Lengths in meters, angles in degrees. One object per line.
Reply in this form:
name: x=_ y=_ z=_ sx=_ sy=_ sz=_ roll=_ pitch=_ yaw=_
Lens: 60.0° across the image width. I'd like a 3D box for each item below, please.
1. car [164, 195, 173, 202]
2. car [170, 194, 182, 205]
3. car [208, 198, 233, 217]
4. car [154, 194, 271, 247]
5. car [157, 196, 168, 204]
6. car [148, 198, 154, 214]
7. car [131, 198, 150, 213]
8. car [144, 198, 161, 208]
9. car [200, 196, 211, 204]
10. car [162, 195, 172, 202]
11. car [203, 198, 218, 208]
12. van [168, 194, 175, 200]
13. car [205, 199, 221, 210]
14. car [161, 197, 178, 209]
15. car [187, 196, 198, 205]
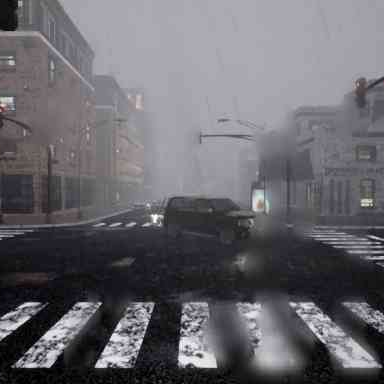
car: x=-5.773 y=1.592 z=82.836 sx=1.752 sy=1.417 sz=4.829 roll=-1 pitch=0 yaw=0
car: x=-3.059 y=1.350 z=64.872 sx=2.150 sy=2.045 sz=5.566 roll=0 pitch=0 yaw=0
car: x=2.655 y=1.446 z=31.756 sx=1.967 sy=1.590 sz=4.097 roll=0 pitch=0 yaw=0
car: x=0.912 y=1.214 z=15.583 sx=2.150 sy=2.045 sz=5.566 roll=-2 pitch=2 yaw=-44
car: x=-5.757 y=1.565 z=65.746 sx=1.752 sy=1.417 sz=4.829 roll=0 pitch=0 yaw=0
car: x=-3.130 y=1.573 z=35.341 sx=1.994 sy=1.385 sz=4.181 roll=0 pitch=0 yaw=0
car: x=-5.730 y=1.561 z=37.433 sx=2.008 sy=1.369 sz=4.403 roll=0 pitch=0 yaw=0
car: x=-5.741 y=1.571 z=48.827 sx=2.008 sy=1.369 sz=4.403 roll=0 pitch=0 yaw=0
car: x=2.624 y=1.591 z=65.937 sx=2.008 sy=1.369 sz=4.403 roll=-1 pitch=0 yaw=0
car: x=-5.769 y=1.497 z=77.309 sx=1.967 sy=1.590 sz=4.097 roll=0 pitch=0 yaw=0
car: x=2.640 y=1.571 z=48.847 sx=2.008 sy=1.369 sz=4.403 roll=0 pitch=0 yaw=0
van: x=-5.786 y=1.430 z=94.399 sx=1.690 sy=1.788 sz=3.998 roll=-1 pitch=0 yaw=0
car: x=2.645 y=1.597 z=43.150 sx=1.802 sy=1.307 sz=4.206 roll=0 pitch=0 yaw=0
car: x=-3.137 y=1.509 z=46.982 sx=2.128 sy=1.511 sz=4.902 roll=0 pitch=0 yaw=0
car: x=0.046 y=1.538 z=60.300 sx=1.837 sy=1.490 sz=4.892 roll=0 pitch=0 yaw=0
